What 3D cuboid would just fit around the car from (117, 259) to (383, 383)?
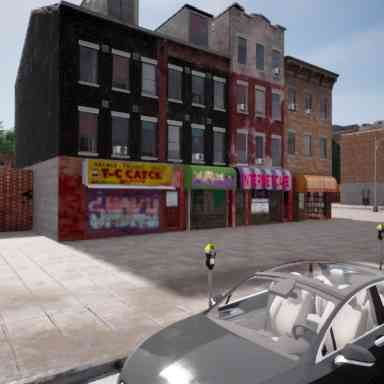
[{"bbox_3d":[1.332,1.552,3.749,4.403,1.369,2.008,0,0,-35],"label":"car"}]
